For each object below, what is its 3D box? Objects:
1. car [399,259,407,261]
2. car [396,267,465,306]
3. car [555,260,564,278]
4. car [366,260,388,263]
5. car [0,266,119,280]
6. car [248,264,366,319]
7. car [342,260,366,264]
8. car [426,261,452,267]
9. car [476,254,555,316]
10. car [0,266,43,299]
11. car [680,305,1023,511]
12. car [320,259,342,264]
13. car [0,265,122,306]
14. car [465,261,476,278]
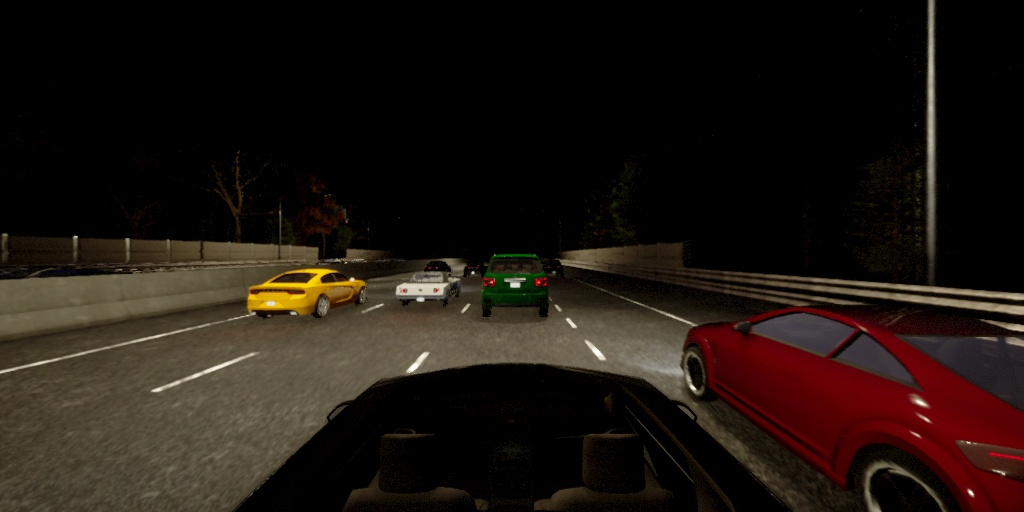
[{"bbox_3d":[-17.541,1.240,56.783,1.994,1.385,4.181,0,0,1],"label":"car"},{"bbox_3d":[-3.399,1.326,15.573,1.895,1.301,4.718,0,0,0],"label":"car"},{"bbox_3d":[3.503,1.077,32.224,1.837,1.490,4.892,0,0,0],"label":"car"},{"bbox_3d":[-21.030,1.277,57.331,1.895,1.301,4.718,0,0,1],"label":"car"},{"bbox_3d":[-17.606,1.253,14.224,1.812,1.442,4.674,0,0,0],"label":"car"},{"bbox_3d":[-6.897,1.208,12.730,1.882,1.535,5.008,0,0,0],"label":"car"},{"bbox_3d":[-24.527,1.277,56.855,1.895,1.301,4.718,0,0,1],"label":"car"},{"bbox_3d":[-6.894,1.206,33.638,1.837,1.490,4.892,0,0,0],"label":"car"},{"bbox_3d":[0.099,0.950,13.296,2.150,2.045,5.566,0,0,0],"label":"car"},{"bbox_3d":[-24.596,1.230,15.658,1.837,1.490,4.892,0,0,0],"label":"car"},{"bbox_3d":[3.412,1.172,3.579,1.994,1.385,4.181,0,0,2],"label":"car"},{"bbox_3d":[-28.033,1.169,55.962,2.128,1.511,4.902,0,0,1],"label":"car"},{"bbox_3d":[-21.097,1.216,15.968,2.128,1.511,4.902,0,0,0],"label":"car"},{"bbox_3d":[-3.397,1.206,33.641,1.837,1.490,4.892,0,0,0],"label":"car"}]
